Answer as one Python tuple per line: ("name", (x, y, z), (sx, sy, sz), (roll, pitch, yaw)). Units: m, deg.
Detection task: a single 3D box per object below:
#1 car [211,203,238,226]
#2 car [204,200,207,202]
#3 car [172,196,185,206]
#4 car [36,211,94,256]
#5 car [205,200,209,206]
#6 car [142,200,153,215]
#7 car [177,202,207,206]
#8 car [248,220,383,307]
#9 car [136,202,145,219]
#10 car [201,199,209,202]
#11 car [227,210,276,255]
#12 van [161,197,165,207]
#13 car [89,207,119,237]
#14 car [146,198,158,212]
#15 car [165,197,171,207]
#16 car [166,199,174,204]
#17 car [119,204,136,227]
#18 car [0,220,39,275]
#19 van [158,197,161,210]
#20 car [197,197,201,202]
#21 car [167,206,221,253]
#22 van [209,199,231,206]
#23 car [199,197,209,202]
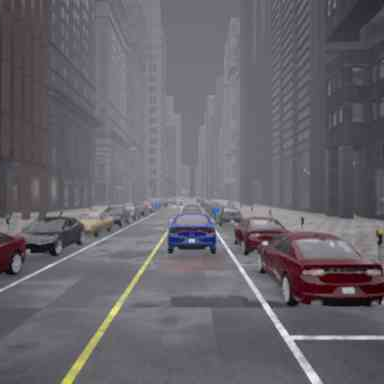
("car", (2.753, 1.792, 25.001), (2.008, 1.369, 4.403), (0, -1, 0))
("car", (2.748, 1.994, 41.909), (1.802, 1.307, 4.206), (0, -1, 0))
("car", (-3.022, 2.251, 71.789), (1.812, 1.442, 4.674), (0, -1, 0))
("car", (-5.768, 1.696, 13.709), (1.947, 1.339, 4.313), (0, -1, 0))
("car", (2.750, 1.905, 36.273), (2.008, 1.369, 4.403), (0, -1, 0))
("car", (-5.775, 1.919, 36.254), (1.947, 1.339, 4.313), (0, -1, 0))
("car", (-0.008, 1.828, 28.993), (2.033, 1.411, 5.357), (0, -1, 0))
("car", (2.759, 1.622, 8.093), (1.887, 1.381, 4.507), (0, -1, 0))
("car", (-5.773, 1.878, 30.618), (1.802, 1.307, 4.206), (0, -1, 0))
("car", (2.746, 2.021, 47.545), (2.008, 1.369, 4.403), (0, -1, 0))
("car", (2.757, 1.676, 13.729), (1.887, 1.381, 4.507), (0, -1, 0))
("van", (-5.781, 1.870, 53.165), (1.690, 1.788, 3.998), (0, -1, 0))
("car", (-5.770, 1.709, 19.175), (1.752, 1.417, 4.829), (0, -1, 0))
("car", (-5.777, 1.851, 41.892), (1.967, 1.590, 4.097), (0, -1, 0))
("car", (-5.785, 1.964, 64.437), (2.192, 1.841, 5.009), (0, -1, 0))
("car", (-5.792, 2.442, 86.980), (1.887, 1.381, 4.507), (0, -1, 0))
("car", (-5.771, 1.806, 24.981), (1.947, 1.339, 4.313), (0, -1, 0))
("car", (-5.766, 1.622, 8.073), (1.887, 1.381, 4.507), (0, -1, 0))
("van", (-5.779, 1.811, 47.529), (1.690, 1.788, 3.998), (0, -1, 0))
("car", (2.738, 2.025, 70.091), (2.192, 1.841, 5.009), (0, -1, 0))
("car", (0.002, 1.616, 14.468), (1.882, 1.535, 5.008), (0, 0, 0))
("van", (2.751, 1.638, 30.639), (1.690, 1.788, 3.998), (0, -1, 0))
("car", (2.742, 2.134, 58.817), (1.887, 1.381, 4.507), (0, -1, 0))
